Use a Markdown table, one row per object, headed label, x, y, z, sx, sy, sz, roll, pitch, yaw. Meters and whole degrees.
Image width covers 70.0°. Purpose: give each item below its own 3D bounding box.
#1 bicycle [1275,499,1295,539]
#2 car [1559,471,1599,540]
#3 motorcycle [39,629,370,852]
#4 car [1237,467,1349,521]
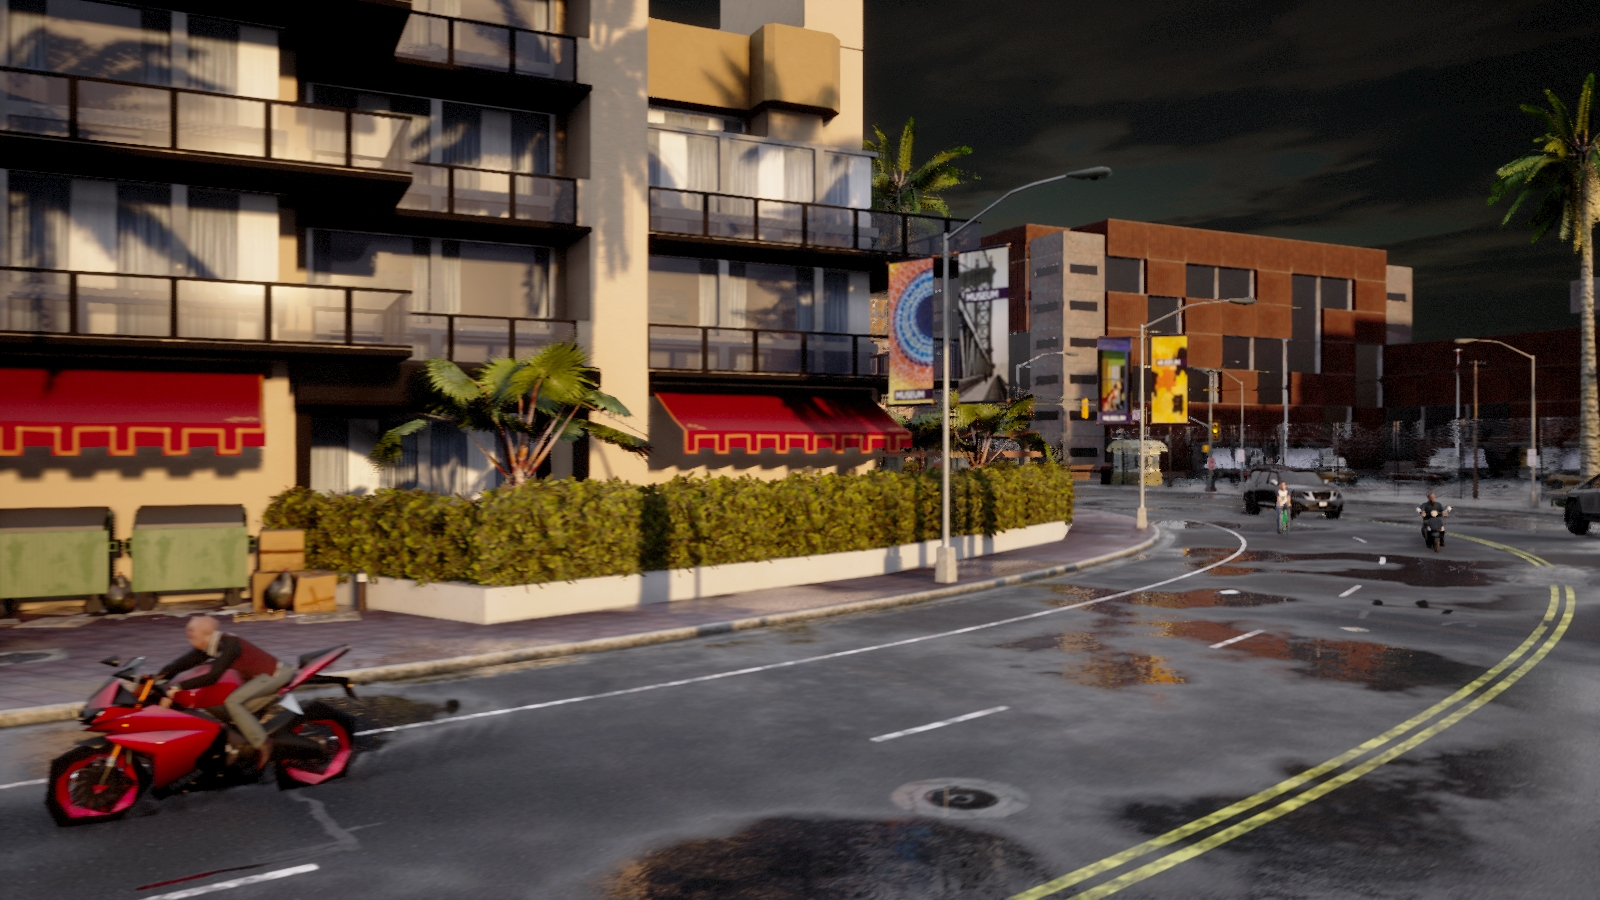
| label | x | y | z | sx | sy | sz | roll | pitch | yaw |
| --- | --- | --- | --- | --- | --- | --- | --- | --- | --- |
| bicycle | 15.685 | 2.215 | 36.961 | 0.373 | 1.196 | 1.643 | -1 | 0 | 16 |
| car | 26.139 | 1.760 | 35.596 | 2.390 | 2.098 | 6.274 | 0 | 0 | 16 |
| motorcycle | -4.681 | 2.209 | 9.083 | 2.209 | 1.251 | 0.867 | 0 | 0 | -38 |
| car | 20.583 | 1.791 | 47.981 | 2.150 | 2.045 | 5.566 | 0 | 0 | -2 |
